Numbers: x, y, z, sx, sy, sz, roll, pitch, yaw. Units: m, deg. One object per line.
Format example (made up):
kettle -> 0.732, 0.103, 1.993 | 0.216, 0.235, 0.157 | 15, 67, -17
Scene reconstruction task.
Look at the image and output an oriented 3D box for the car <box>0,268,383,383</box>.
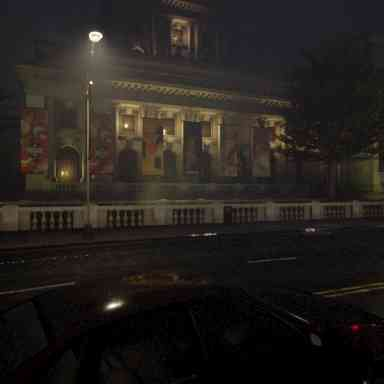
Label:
car -> -0.231, 1.548, 3.271 | 5.357, 1.411, 2.033 | 0, 0, -32
